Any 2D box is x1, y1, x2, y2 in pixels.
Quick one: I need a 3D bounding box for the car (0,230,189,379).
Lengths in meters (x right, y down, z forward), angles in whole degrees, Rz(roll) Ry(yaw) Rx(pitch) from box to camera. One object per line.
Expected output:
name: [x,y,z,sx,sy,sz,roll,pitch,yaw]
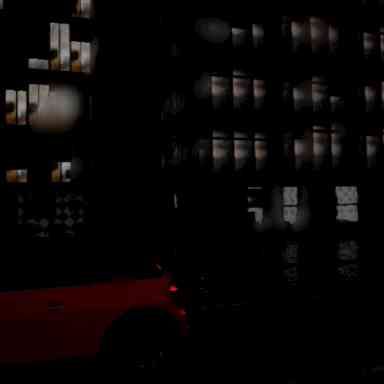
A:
car: [-2.407,1.478,4.821,4.553,1.767,2.097,0,-1,-14]
